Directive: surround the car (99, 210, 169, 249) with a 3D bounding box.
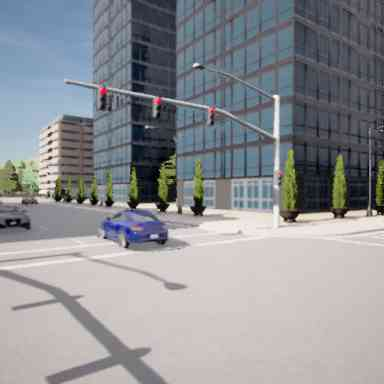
[{"bbox_3d":[-2.616,1.499,14.527,1.812,1.442,4.674,0,0,-31],"label":"car"}]

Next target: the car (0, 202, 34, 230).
[{"bbox_3d":[-10.992,1.534,19.923,1.994,1.385,4.181,0,0,-36],"label":"car"}]

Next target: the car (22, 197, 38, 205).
[{"bbox_3d":[-26.888,1.509,55.118,2.033,1.411,5.357,0,0,-35],"label":"car"}]
